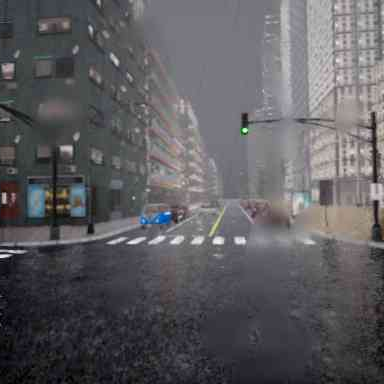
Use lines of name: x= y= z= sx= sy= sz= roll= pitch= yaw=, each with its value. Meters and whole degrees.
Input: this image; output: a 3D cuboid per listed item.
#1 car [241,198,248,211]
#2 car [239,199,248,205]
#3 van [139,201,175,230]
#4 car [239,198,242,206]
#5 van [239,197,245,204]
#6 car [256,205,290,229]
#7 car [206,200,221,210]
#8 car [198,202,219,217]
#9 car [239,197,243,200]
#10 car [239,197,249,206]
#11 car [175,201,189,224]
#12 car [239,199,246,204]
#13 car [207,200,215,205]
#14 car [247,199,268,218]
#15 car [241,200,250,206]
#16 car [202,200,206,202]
car: x=8.982 y=1.993 z=50.614 sx=1.967 sy=1.590 sz=4.097 roll=-1 pitch=-1 yaw=7
car: x=12.871 y=2.519 z=83.546 sx=2.008 sy=1.369 sz=4.403 roll=-1 pitch=-1 yaw=7
van: x=-2.581 y=1.728 z=24.151 sx=1.690 sy=1.788 sz=3.998 roll=-1 pitch=-1 yaw=7
car: x=10.279 y=2.241 z=61.591 sx=2.008 sy=1.369 sz=4.403 roll=-1 pitch=-1 yaw=7
van: x=14.165 y=2.451 z=94.528 sx=1.690 sy=1.788 sz=3.998 roll=-1 pitch=-1 yaw=7
car: x=5.744 y=1.803 z=23.166 sx=1.802 sy=1.307 sz=4.206 roll=-1 pitch=-1 yaw=7
car: x=3.881 y=2.127 z=56.001 sx=1.837 sy=1.490 sz=4.892 roll=-1 pitch=-1 yaw=7
car: x=1.789 y=2.106 z=38.252 sx=1.895 sy=1.301 sz=4.718 roll=-1 pitch=-1 yaw=7
car: x=10.927 y=2.304 z=67.080 sx=1.887 sy=1.381 sz=4.507 roll=-1 pitch=-1 yaw=7
car: x=12.221 y=2.213 z=78.061 sx=2.192 sy=1.841 sz=5.009 roll=-1 pitch=-1 yaw=7
car: x=-1.933 y=1.768 z=29.641 sx=2.192 sy=1.841 sz=5.009 roll=-1 pitch=-1 yaw=7
car: x=13.520 y=2.621 z=89.036 sx=1.802 sy=1.307 sz=4.206 roll=-1 pitch=-1 yaw=7
car: x=5.198 y=2.771 z=90.017 sx=1.947 sy=1.339 sz=4.313 roll=-1 pitch=-1 yaw=7
car: x=7.038 y=1.792 z=34.147 sx=1.967 sy=1.590 sz=4.097 roll=-1 pitch=-1 yaw=7
car: x=11.576 y=2.410 z=72.568 sx=1.802 sy=1.307 sz=4.206 roll=-1 pitch=-1 yaw=7
car: x=3.253 y=2.435 z=73.551 sx=1.967 sy=1.590 sz=4.097 roll=-1 pitch=-1 yaw=7
